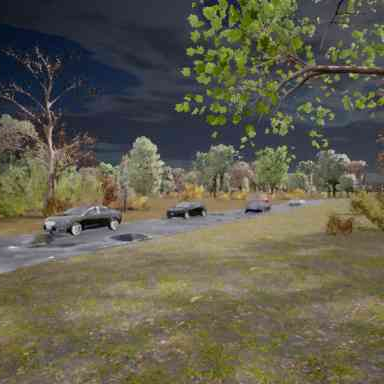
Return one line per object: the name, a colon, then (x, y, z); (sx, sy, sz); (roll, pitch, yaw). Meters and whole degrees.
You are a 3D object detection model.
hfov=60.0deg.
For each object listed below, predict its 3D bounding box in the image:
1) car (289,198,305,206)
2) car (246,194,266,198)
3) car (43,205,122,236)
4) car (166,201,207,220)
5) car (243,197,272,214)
car: (17.955, 1.696, 56.503); (1.895, 1.301, 4.718); (0, 0, 28)
car: (8.983, 1.307, 46.513); (2.150, 2.045, 5.566); (0, 0, 29)
car: (-6.049, 1.521, 18.915); (2.128, 1.511, 4.902); (0, 0, 28)
car: (-0.412, 1.529, 29.317); (1.882, 1.535, 5.008); (0, 0, 29)
car: (7.483, 1.627, 37.174); (1.994, 1.385, 4.181); (0, 0, 28)
